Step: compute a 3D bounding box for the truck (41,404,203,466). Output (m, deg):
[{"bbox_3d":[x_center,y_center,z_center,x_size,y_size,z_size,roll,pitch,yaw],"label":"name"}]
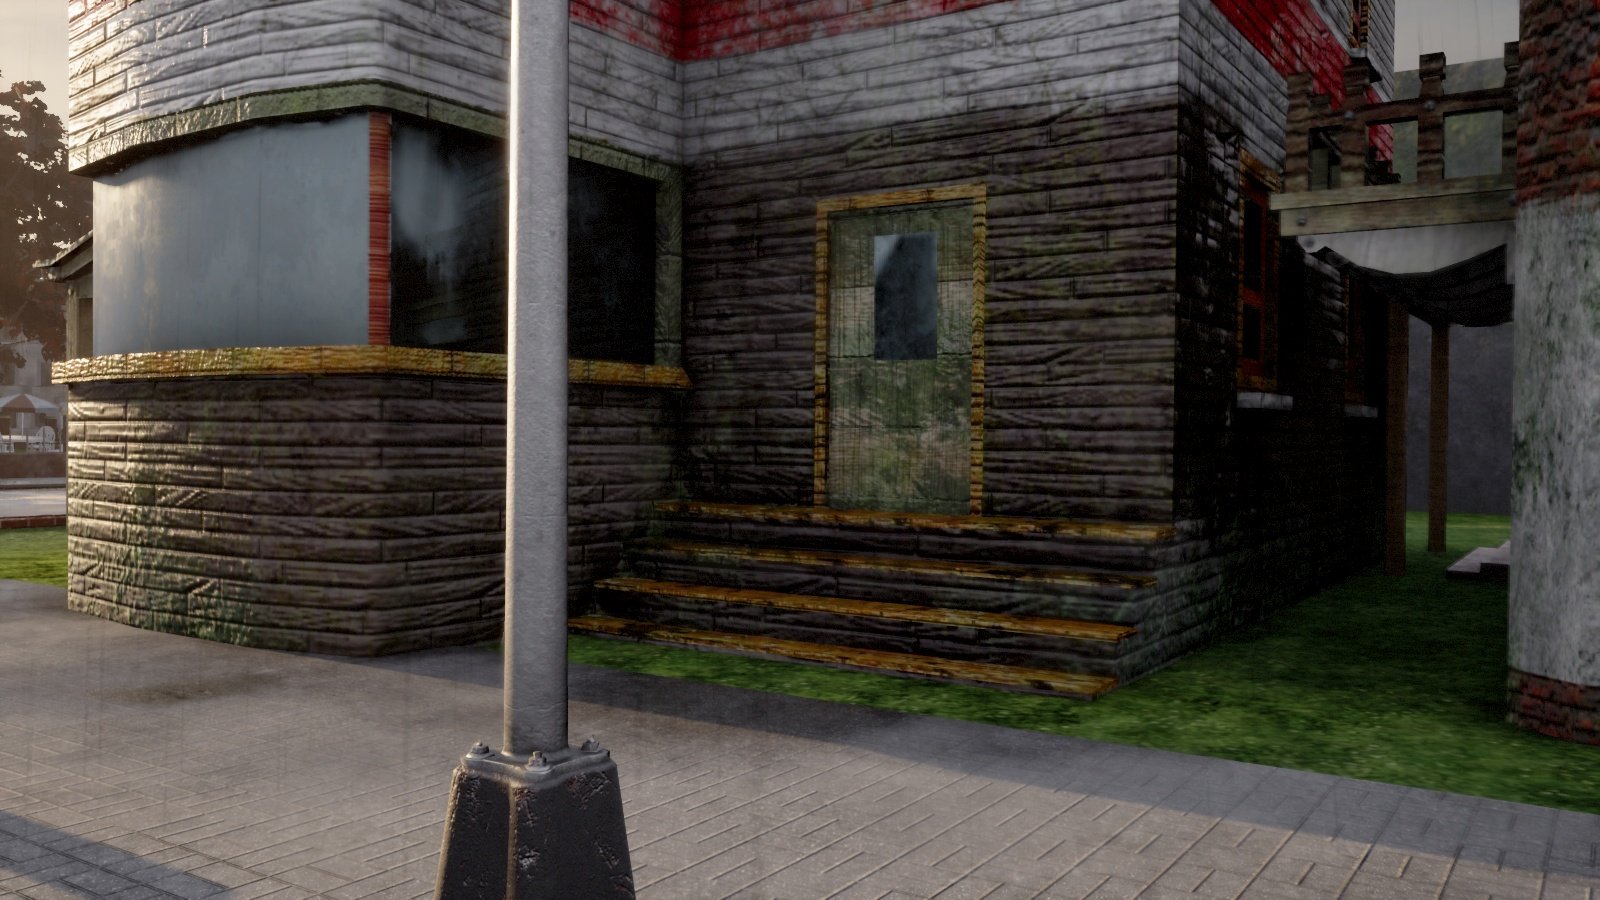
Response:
[{"bbox_3d":[-39.968,-0.904,74.342,2.891,3.462,7.936,0,1,33],"label":"truck"}]
